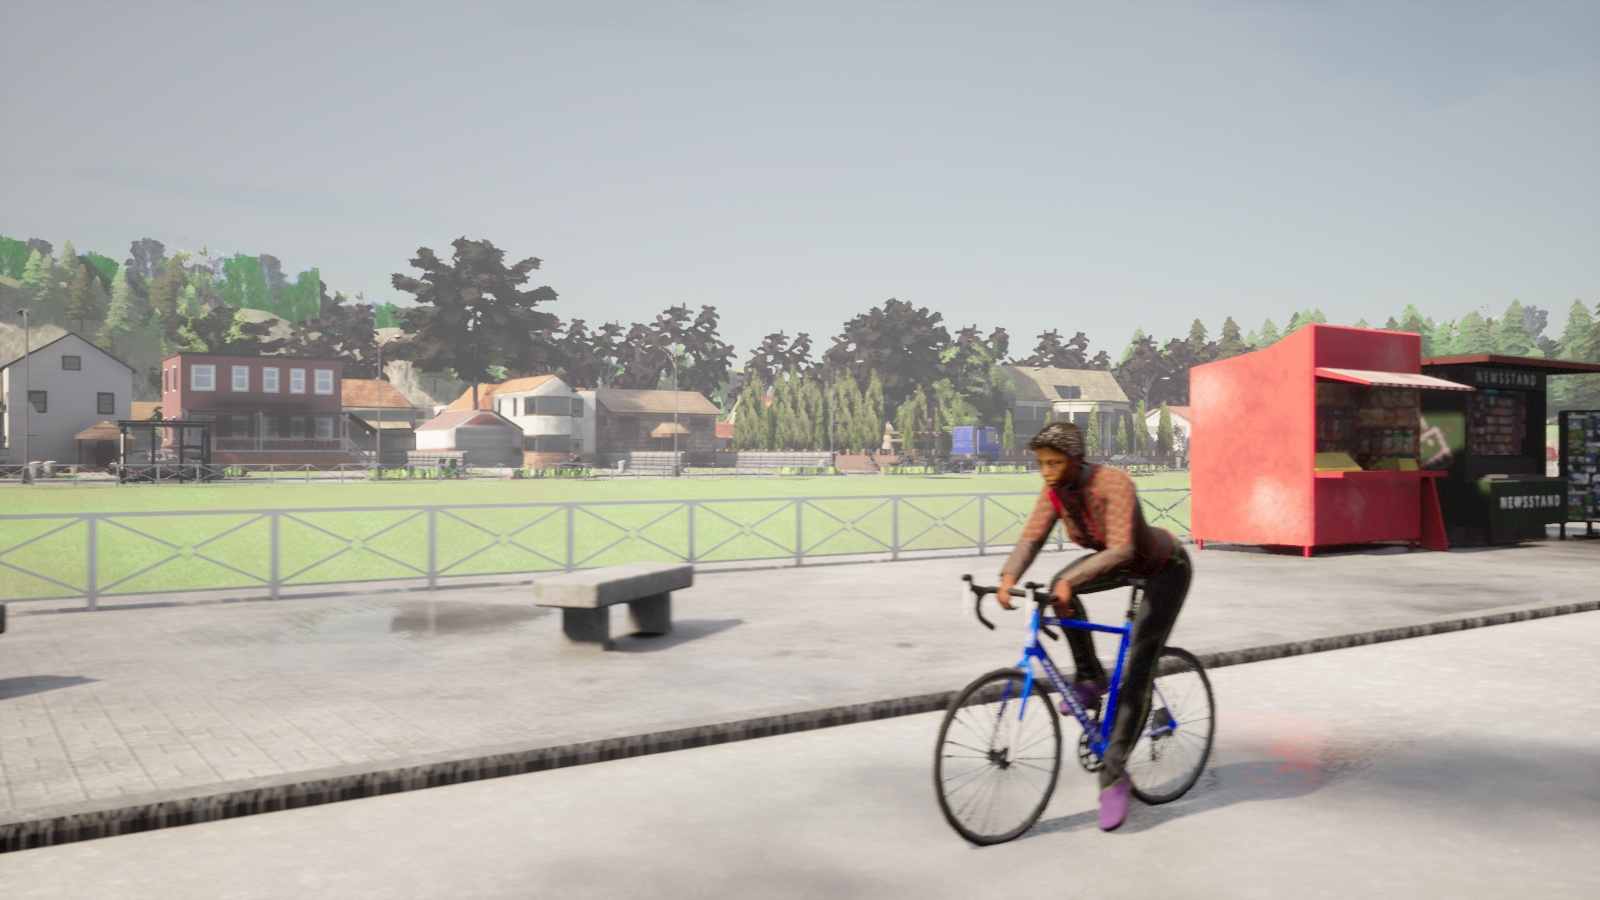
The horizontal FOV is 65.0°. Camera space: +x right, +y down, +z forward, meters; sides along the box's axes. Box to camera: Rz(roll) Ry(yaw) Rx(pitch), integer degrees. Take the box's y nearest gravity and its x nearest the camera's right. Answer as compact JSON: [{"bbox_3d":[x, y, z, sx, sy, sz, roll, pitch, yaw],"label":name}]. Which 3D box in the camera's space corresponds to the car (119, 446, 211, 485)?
[{"bbox_3d":[-31.536,0.760,62.376,3.866,1.878,1.905,0,0,-35],"label":"car"}]

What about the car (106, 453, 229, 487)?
[{"bbox_3d":[-29.600,0.908,58.849,4.902,1.511,2.128,0,0,-35],"label":"car"}]

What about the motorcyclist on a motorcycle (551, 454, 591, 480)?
[{"bbox_3d":[-13.634,0.992,74.832,2.191,1.530,0.866,0,0,-35],"label":"motorcyclist on a motorcycle"}]

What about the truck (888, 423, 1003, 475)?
[{"bbox_3d":[10.097,-0.046,86.471,7.936,3.462,2.891,0,0,-35],"label":"truck"}]

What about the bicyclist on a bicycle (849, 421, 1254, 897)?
[{"bbox_3d":[1.037,0.708,4.989,1.656,1.620,0.582,0,0,-35],"label":"bicyclist on a bicycle"}]
